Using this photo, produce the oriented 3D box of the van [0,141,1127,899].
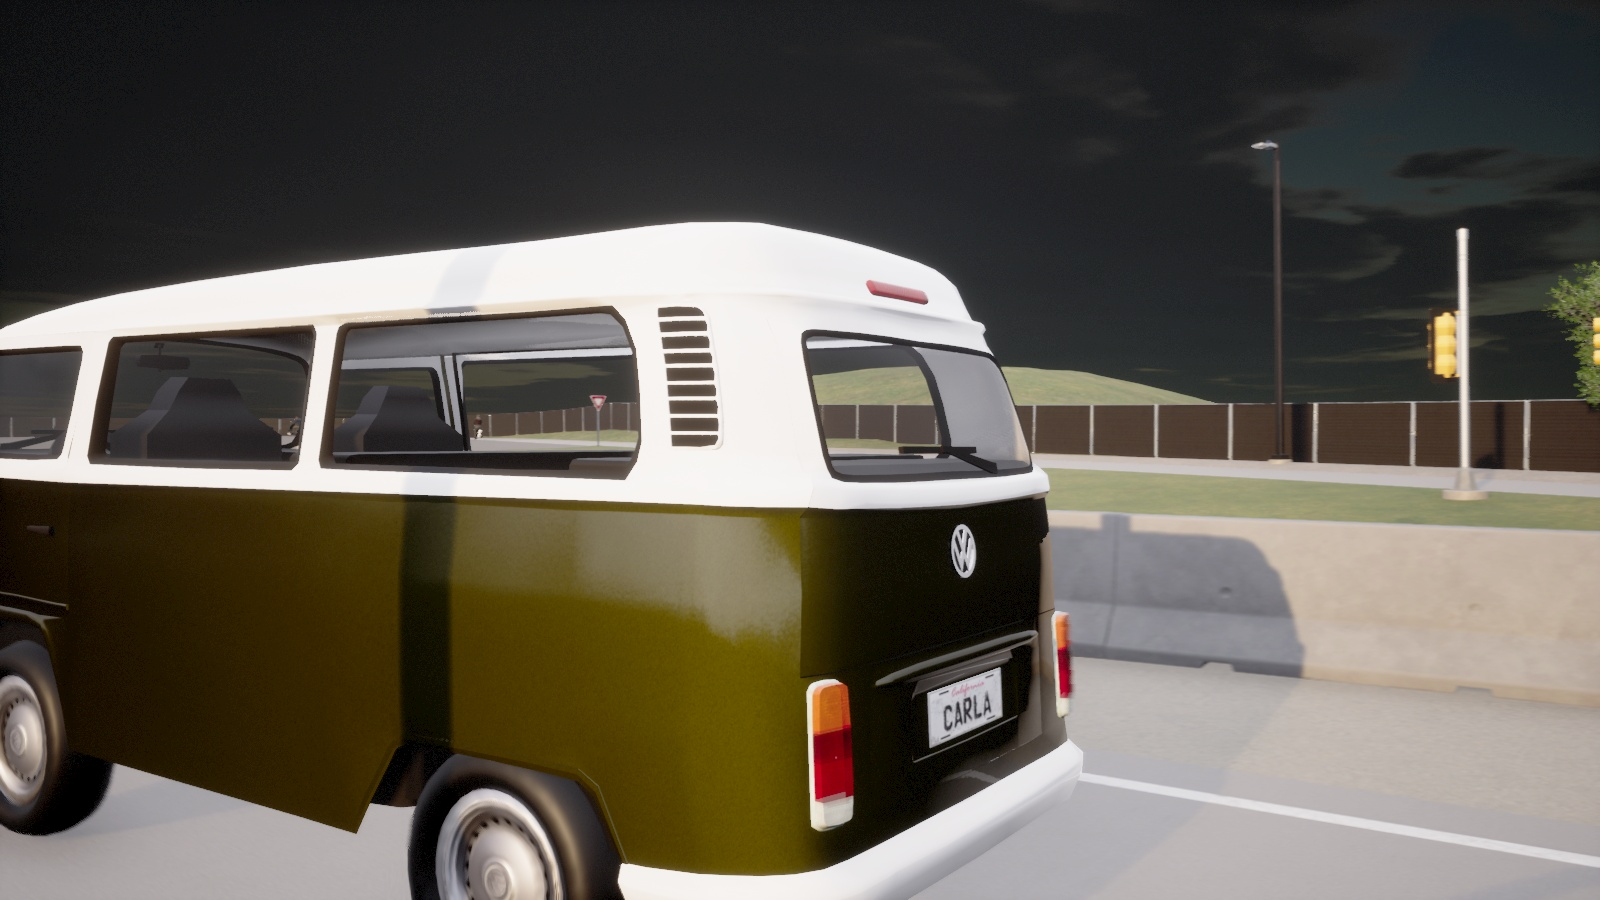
[{"bbox_3d":[-1.364,0.406,4.524,4.480,2.038,2.069,0,1,34],"label":"van"}]
